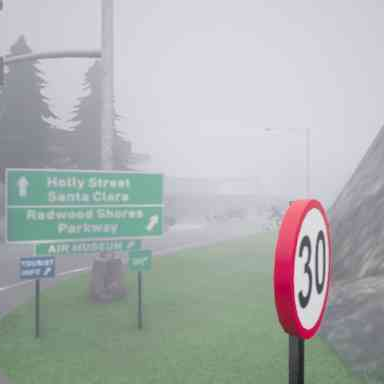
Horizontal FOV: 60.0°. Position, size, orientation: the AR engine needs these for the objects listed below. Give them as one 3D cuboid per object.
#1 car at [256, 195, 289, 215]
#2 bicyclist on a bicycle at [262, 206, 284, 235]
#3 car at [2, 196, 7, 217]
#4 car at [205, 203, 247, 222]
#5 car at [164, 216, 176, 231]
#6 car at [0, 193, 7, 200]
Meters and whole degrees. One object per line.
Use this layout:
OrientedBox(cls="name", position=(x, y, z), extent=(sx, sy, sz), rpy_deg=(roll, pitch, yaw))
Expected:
OrientedBox(cls="car", position=(9.069, 1.405, 36.611), extent=(2.150, 2.045, 5.566), rpy_deg=(0, 0, 36))
OrientedBox(cls="bicyclist on a bicycle", position=(4.712, 1.639, 18.678), extent=(1.656, 1.620, 0.582), rpy_deg=(0, 0, 36))
OrientedBox(cls="car", position=(-12.224, 1.491, 26.061), extent=(1.905, 1.878, 3.866), rpy_deg=(0, 0, 35))
OrientedBox(cls="car", position=(2.943, 1.675, 28.271), extent=(2.128, 1.511, 4.902), rpy_deg=(0, 0, 36))
OrientedBox(cls="car", position=(-3.105, 1.785, 20.018), extent=(1.895, 1.301, 4.718), rpy_deg=(0, 0, 36))
OrientedBox(cls="car", position=(-38.267, 1.450, 70.099), extent=(4.514, 1.523, 2.007), rpy_deg=(0, 0, 35))
